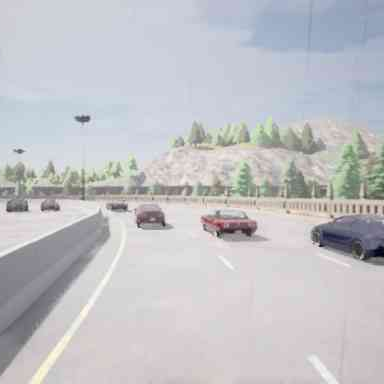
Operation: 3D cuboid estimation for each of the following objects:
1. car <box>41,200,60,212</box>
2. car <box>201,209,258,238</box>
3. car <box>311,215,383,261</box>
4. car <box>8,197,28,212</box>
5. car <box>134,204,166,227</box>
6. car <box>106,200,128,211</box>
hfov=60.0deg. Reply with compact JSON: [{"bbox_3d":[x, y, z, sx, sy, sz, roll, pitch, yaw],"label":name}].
[{"bbox_3d":[-17.111,1.653,40.211,1.994,1.385,4.181,0,0,-27],"label":"car"},{"bbox_3d":[1.757,1.564,17.564,1.895,1.301,4.718,0,0,-10],"label":"car"},{"bbox_3d":[6.077,1.514,12.145,1.994,1.385,4.181,0,0,-7],"label":"car"},{"bbox_3d":[-21.041,1.475,40.195,2.097,1.767,4.553,-1,0,-29],"label":"car"},{"bbox_3d":[-2.915,1.509,22.516,1.812,1.442,4.674,0,0,-13],"label":"car"},{"bbox_3d":[-9.228,1.624,40.492,1.895,1.301,4.718,0,0,-25],"label":"car"}]
